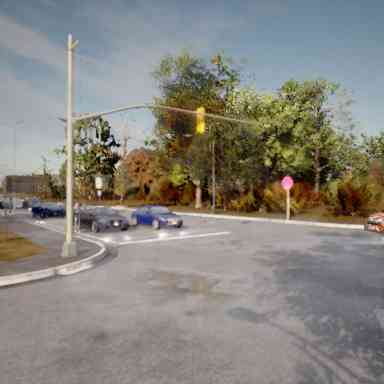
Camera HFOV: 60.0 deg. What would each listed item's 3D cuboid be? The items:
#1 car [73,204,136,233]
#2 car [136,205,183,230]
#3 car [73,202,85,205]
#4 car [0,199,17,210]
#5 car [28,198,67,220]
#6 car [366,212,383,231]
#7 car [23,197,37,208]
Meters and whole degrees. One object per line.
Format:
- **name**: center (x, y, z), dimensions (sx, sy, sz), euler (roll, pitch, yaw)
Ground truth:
- **car**: center (-5.509, 1.649, 20.471), dimensions (1.994, 1.385, 4.181), euler (0, 0, -38)
- **car**: center (-2.438, 1.620, 22.230), dimensions (1.812, 1.442, 4.674), euler (0, 0, -36)
- **car**: center (-11.721, 1.741, 34.169), dimensions (1.895, 1.301, 4.718), euler (0, 0, -38)
- **car**: center (-26.282, 1.715, 47.350), dimensions (1.812, 1.442, 4.674), euler (0, 0, -38)
- **car**: center (-13.138, 1.601, 30.290), dimensions (1.882, 1.535, 5.008), euler (0, 0, -38)
- **car**: center (12.470, 1.441, 19.028), dimensions (4.553, 1.767, 2.097), euler (0, -1, -6)
- **car**: center (-23.850, 1.573, 49.933), dimensions (2.097, 1.767, 4.553), euler (0, 0, -38)
